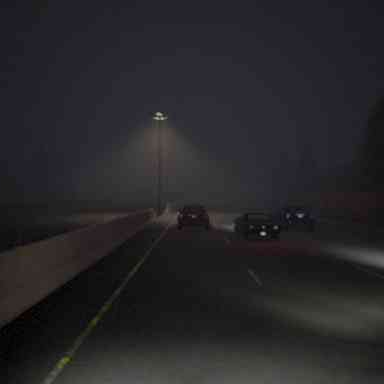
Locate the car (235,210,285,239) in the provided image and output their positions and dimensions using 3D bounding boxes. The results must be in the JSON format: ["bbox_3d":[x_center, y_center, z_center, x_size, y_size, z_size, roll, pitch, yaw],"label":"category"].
[{"bbox_3d":[3.604,1.846,19.055,1.895,1.301,4.718,0,-1,0],"label":"car"}]

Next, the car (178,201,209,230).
[{"bbox_3d":[0.103,1.655,23.642,2.097,1.767,4.553,0,-1,0],"label":"car"}]

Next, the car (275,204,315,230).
[{"bbox_3d":[7.104,1.660,23.918,2.097,1.767,4.553,0,-1,0],"label":"car"}]

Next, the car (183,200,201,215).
[{"bbox_3d":[0.032,1.877,41.006,2.097,1.767,4.553,0,-1,0],"label":"car"}]
